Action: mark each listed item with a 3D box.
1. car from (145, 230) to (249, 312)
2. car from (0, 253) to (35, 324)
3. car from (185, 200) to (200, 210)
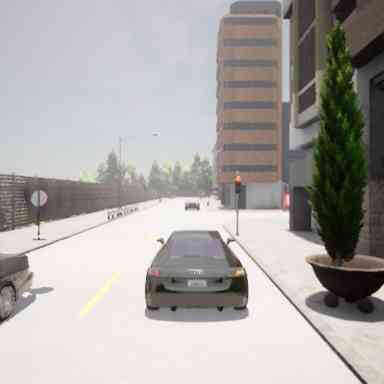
[{"bbox_3d":[0.085,1.566,7.812,1.994,1.385,4.181,0,0,0],"label":"car"},{"bbox_3d":[-4.101,1.549,4.423,2.033,1.411,5.357,0,0,0],"label":"car"},{"bbox_3d":[0.031,1.613,42.328,1.895,1.301,4.718,0,0,0],"label":"car"}]
